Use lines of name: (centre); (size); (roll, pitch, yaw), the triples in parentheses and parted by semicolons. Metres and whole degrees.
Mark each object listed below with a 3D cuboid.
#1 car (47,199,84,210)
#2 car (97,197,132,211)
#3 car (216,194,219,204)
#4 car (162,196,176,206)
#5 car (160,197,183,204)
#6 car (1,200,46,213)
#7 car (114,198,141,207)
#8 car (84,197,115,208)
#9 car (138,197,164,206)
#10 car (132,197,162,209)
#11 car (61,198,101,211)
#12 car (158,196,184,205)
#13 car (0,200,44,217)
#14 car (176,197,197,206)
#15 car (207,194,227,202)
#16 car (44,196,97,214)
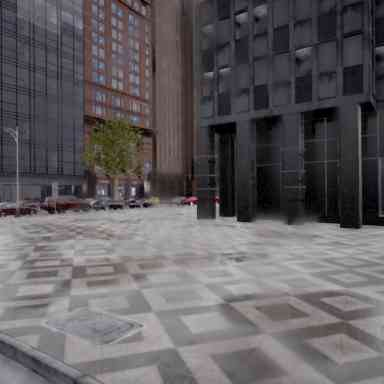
car: (-16.642, 1.643, 43.984); (1.802, 1.307, 4.206); (-1, 0, 35)
car: (-9.632, 1.526, 39.133); (1.947, 1.339, 4.313); (-1, 0, 35)
car: (3.193, 1.224, 57.687); (2.192, 1.841, 5.009); (-1, 0, 35)
car: (-2.021, 1.497, 54.741); (2.033, 1.411, 5.357); (-1, 0, 35)
car: (-3.813, 1.576, 62.539); (1.947, 1.339, 4.313); (-1, 0, 35)
car: (-19.849, 1.643, 39.346); (1.947, 1.339, 4.313); (-1, 0, 35)
car: (-10.227, 1.614, 53.262); (1.802, 1.307, 4.206); (-1, 0, 35)
car: (-13.436, 1.486, 48.623); (1.967, 1.590, 4.097); (-1, 0, 35)
car: (-7.118, 1.546, 57.760); (1.752, 1.417, 4.829); (-1, 0, 35)
car: (-6.426, 1.510, 43.770); (1.947, 1.339, 4.313); (-1, 0, 35)
car: (-14.166, 1.553, 42.719); (1.812, 1.442, 4.674); (-1, 0, 35)
car: (-3.604, 1.509, 57.857); (1.812, 1.442, 4.674); (-1, -1, 35)
car: (-16.046, 1.577, 29.857); (1.802, 1.307, 4.206); (-1, 0, 35)
car: (-0.013, 1.464, 53.047); (1.887, 1.381, 4.507); (-1, 0, 35)
car: (5.807, 1.298, 76.456); (2.192, 1.841, 5.009); (-1, 0, 35)
car: (-12.841, 1.291, 34.496); (2.192, 1.841, 5.009); (-1, 0, 35)
